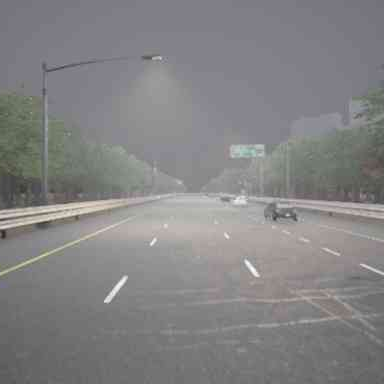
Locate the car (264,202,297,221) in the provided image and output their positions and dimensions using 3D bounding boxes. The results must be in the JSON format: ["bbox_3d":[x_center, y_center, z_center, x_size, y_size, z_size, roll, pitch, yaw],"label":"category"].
[{"bbox_3d":[7.035,1.535,26.669,1.812,1.442,4.674,0,0,0],"label":"car"}]

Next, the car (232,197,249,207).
[{"bbox_3d":[7.126,1.521,49.445,1.812,1.442,4.674,0,0,0],"label":"car"}]

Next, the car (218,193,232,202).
[{"bbox_3d":[7.263,1.436,74.380,1.882,1.535,5.008,0,0,0],"label":"car"}]
